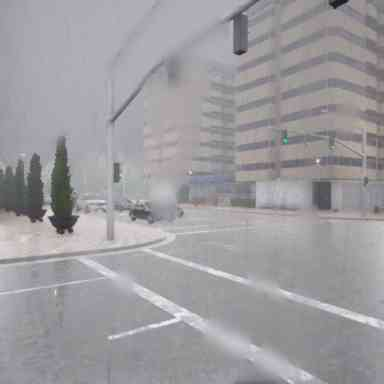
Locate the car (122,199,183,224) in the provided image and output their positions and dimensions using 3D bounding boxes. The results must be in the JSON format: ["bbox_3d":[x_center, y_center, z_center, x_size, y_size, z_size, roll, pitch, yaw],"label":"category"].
[{"bbox_3d":[-3.080,1.489,24.822,2.128,1.511,4.902,0,0,-35],"label":"car"}]

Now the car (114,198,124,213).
[{"bbox_3d":[-7.943,1.502,37.899,1.837,1.490,4.892,0,0,-35],"label":"car"}]

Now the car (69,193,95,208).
[{"bbox_3d":[-16.824,1.211,50.675,2.150,2.045,5.566,0,1,-35],"label":"car"}]

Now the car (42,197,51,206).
[{"bbox_3d":[-22.897,1.523,53.350,1.812,1.442,4.674,0,0,-35],"label":"car"}]

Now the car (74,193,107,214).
[{"bbox_3d":[-10.847,1.218,35.945,2.150,2.045,5.566,0,0,-35],"label":"car"}]
